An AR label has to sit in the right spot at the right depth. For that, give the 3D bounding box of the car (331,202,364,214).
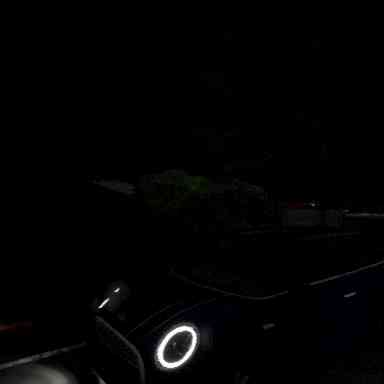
[{"bbox_3d":[16.302,1.619,37.492,2.033,1.411,5.357,0,0,-36],"label":"car"}]

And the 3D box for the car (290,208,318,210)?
[{"bbox_3d":[12.292,1.436,37.054,2.097,1.767,4.553,0,0,-36],"label":"car"}]

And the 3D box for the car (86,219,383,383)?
[{"bbox_3d":[0.948,1.340,4.633,4.553,1.767,2.097,0,0,-35],"label":"car"}]
